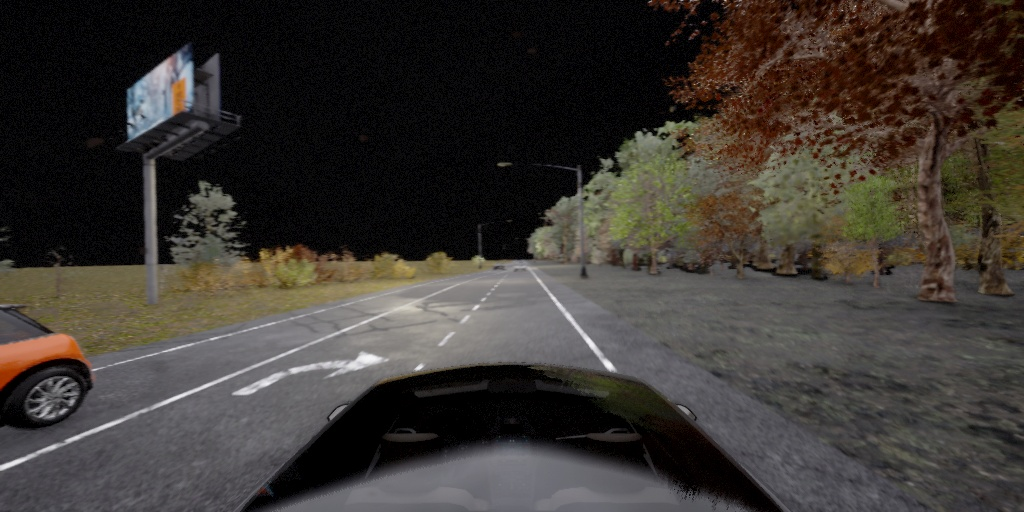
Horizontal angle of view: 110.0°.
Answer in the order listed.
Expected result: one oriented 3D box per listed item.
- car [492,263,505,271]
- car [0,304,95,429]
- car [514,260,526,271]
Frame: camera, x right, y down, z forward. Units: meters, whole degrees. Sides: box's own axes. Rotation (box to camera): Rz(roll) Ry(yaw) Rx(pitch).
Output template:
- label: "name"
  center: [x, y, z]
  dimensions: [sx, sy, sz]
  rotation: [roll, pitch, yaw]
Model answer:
- label: "car"
  center: [-2.323, 1.953, 63.977]
  dimensions: [2.033, 1.411, 5.357]
  rotation: [-2, 0, 5]
- label: "car"
  center: [-7.121, 1.377, 3.147]
  dimensions: [2.097, 1.767, 4.553]
  rotation: [-2, -1, 1]
- label: "car"
  center: [1.339, 1.832, 58.941]
  dimensions: [1.895, 1.301, 4.718]
  rotation: [-2, -1, 1]
